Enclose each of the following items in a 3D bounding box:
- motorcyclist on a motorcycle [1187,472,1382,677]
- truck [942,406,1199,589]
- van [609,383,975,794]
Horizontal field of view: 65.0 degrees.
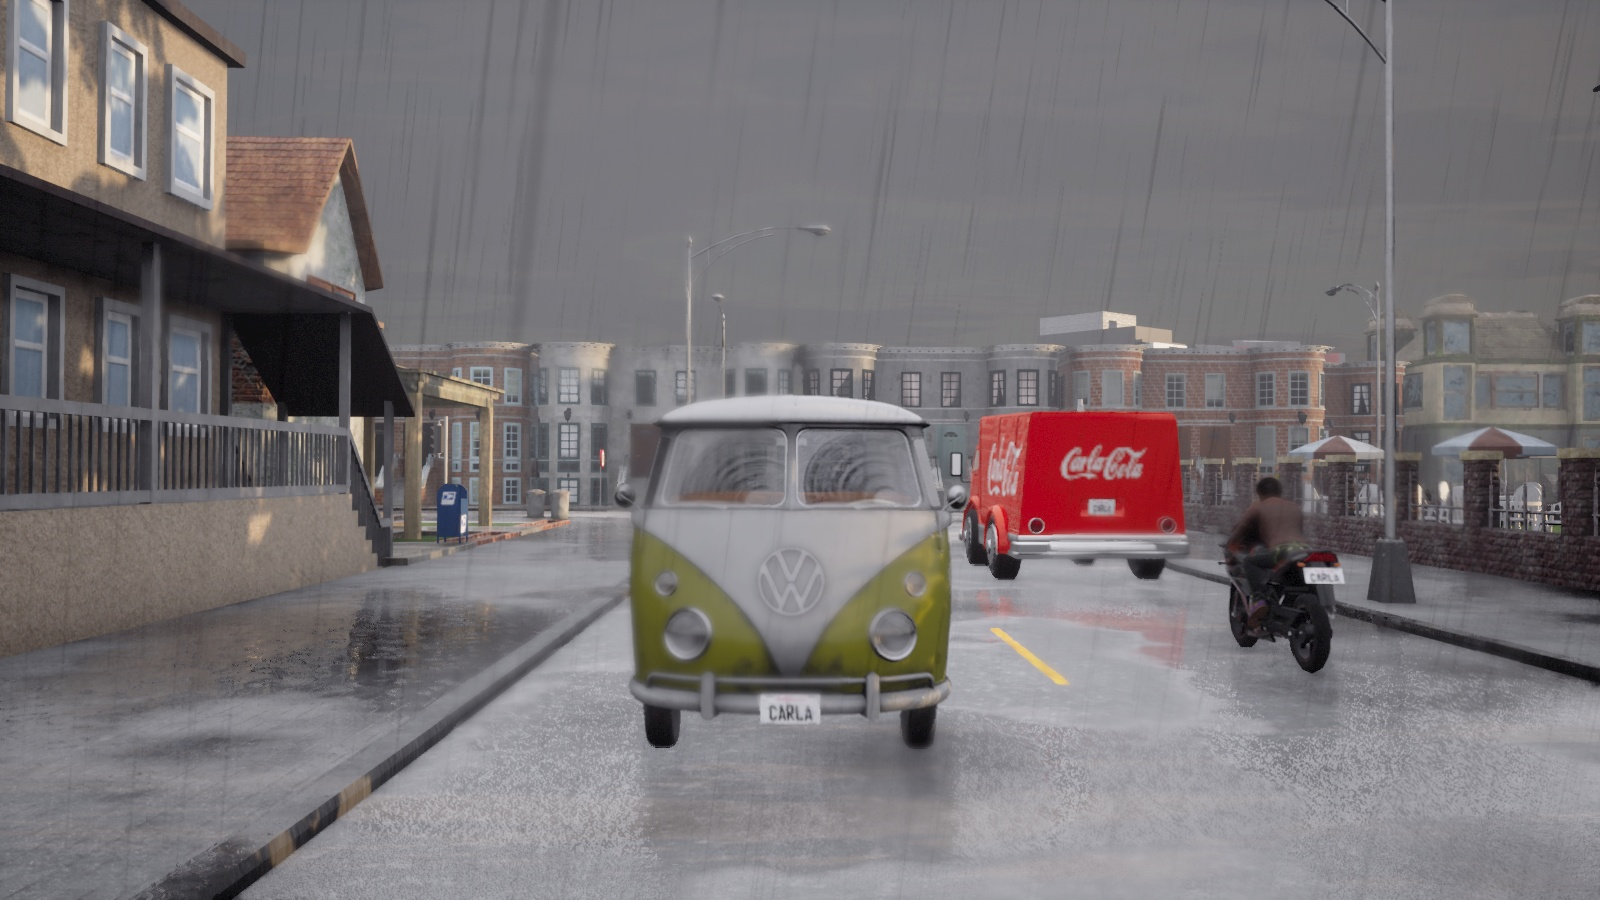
[{"bbox_3d":[3.937,0.955,10.406,0.797,1.523,2.044,0,-1,0],"label":"motorcyclist on a motorcycle"},{"bbox_3d":[3.970,0.652,19.632,2.627,2.467,5.204,0,0,-3],"label":"truck"},{"bbox_3d":[-0.050,0.707,8.334,1.775,1.987,4.442,0,-1,0],"label":"van"}]
